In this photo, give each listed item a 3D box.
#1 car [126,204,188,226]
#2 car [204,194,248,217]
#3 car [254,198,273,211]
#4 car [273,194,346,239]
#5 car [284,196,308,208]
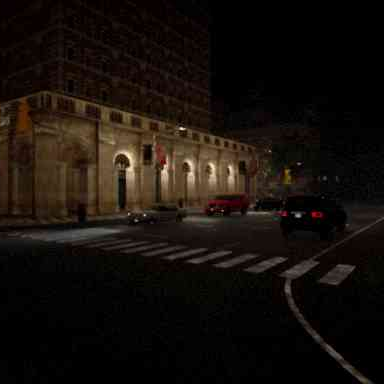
[{"bbox_3d":[-2.384,1.561,23.500,1.895,1.301,4.718,0,0,35],"label":"car"},{"bbox_3d":[3.367,1.182,31.601,2.150,2.045,5.566,0,0,35],"label":"car"},{"bbox_3d":[9.161,1.438,39.780,1.882,1.535,5.008,0,0,35],"label":"car"},{"bbox_3d":[6.587,1.209,17.805,2.150,2.045,5.566,0,0,37],"label":"car"},{"bbox_3d":[15.073,1.439,48.147,1.882,1.535,5.008,0,0,35],"label":"car"}]
